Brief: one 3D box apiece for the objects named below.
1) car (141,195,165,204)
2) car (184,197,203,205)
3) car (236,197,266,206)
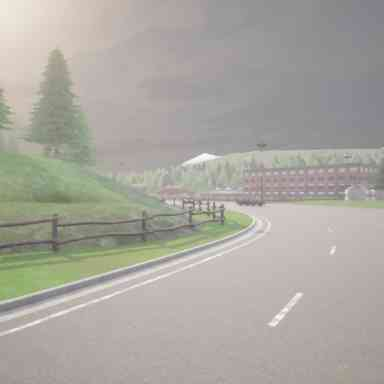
[{"bbox_3d":[-7.189,1.605,63.706,1.895,1.301,4.718,0,0,-40],"label":"car"},{"bbox_3d":[0.165,1.569,60.093,1.994,1.385,4.181,0,0,-39],"label":"car"},{"bbox_3d":[9.404,1.554,53.387,2.033,1.411,5.357,0,0,-33],"label":"car"}]
